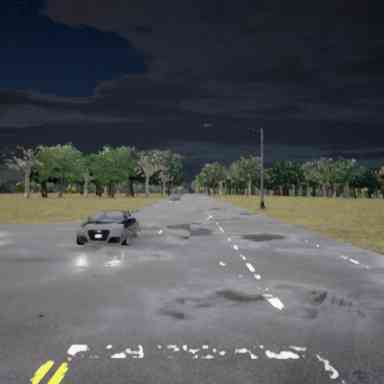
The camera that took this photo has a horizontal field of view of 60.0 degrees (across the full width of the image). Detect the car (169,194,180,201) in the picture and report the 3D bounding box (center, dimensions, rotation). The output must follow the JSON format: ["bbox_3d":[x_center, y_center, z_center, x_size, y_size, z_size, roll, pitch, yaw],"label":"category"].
[{"bbox_3d":[-3.750,1.127,71.738,2.097,1.767,4.553,0,0,1],"label":"car"}]

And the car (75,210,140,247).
[{"bbox_3d":[-3.497,1.477,14.463,1.994,1.385,4.181,1,0,0],"label":"car"}]
